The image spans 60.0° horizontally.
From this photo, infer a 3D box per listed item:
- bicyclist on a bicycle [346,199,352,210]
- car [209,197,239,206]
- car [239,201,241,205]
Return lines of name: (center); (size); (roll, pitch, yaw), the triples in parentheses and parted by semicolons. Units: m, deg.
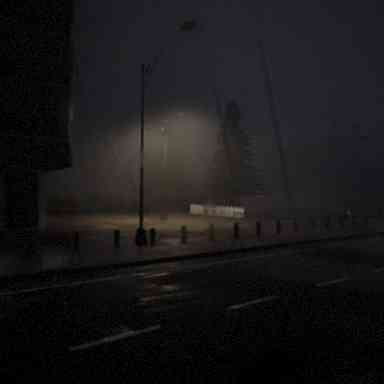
bicyclist on a bicycle: (23.765, 1.841, 50.180); (1.656, 1.620, 0.582); (0, 0, -36)
car: (5.595, 1.677, 62.061); (2.150, 2.045, 5.566); (1, 0, -35)
car: (7.463, 1.969, 65.489); (1.882, 1.535, 5.008); (1, 0, -35)
